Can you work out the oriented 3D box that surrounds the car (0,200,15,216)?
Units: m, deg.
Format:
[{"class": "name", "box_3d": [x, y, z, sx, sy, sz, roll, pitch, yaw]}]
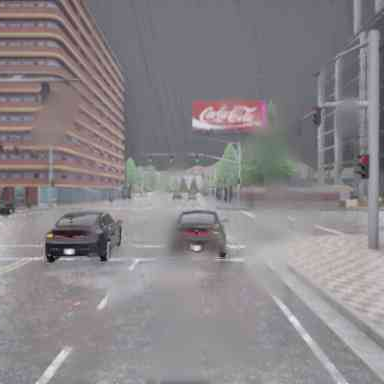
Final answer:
[{"class": "car", "box_3d": [-17.413, 1.333, 27.810, 4.892, 1.490, 1.837, 0, -1, 6]}]

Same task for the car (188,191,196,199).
[{"class": "car", "box_3d": [-0.014, 0.640, 86.725, 2.150, 2.045, 5.566, 0, 0, 0]}]

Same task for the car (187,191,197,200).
[{"class": "car", "box_3d": [-0.013, 1.118, 77.065, 1.895, 1.301, 4.718, 0, 0, 0]}]

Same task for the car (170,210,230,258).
[{"class": "car", "box_3d": [0.322, 1.427, 12.399, 1.837, 1.490, 4.892, 0, 0, 5]}]

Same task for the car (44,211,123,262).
[{"class": "car", "box_3d": [-3.668, 1.431, 11.902, 1.837, 1.490, 4.892, 0, 0, -4]}]

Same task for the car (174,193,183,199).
[{"class": "car", "box_3d": [-3.517, 1.009, 86.725, 1.895, 1.301, 4.718, 0, 0, -6]}]

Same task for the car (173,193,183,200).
[{"class": "car", "box_3d": [-3.513, 1.020, 77.619, 1.837, 1.490, 4.892, 0, 0, 0]}]
